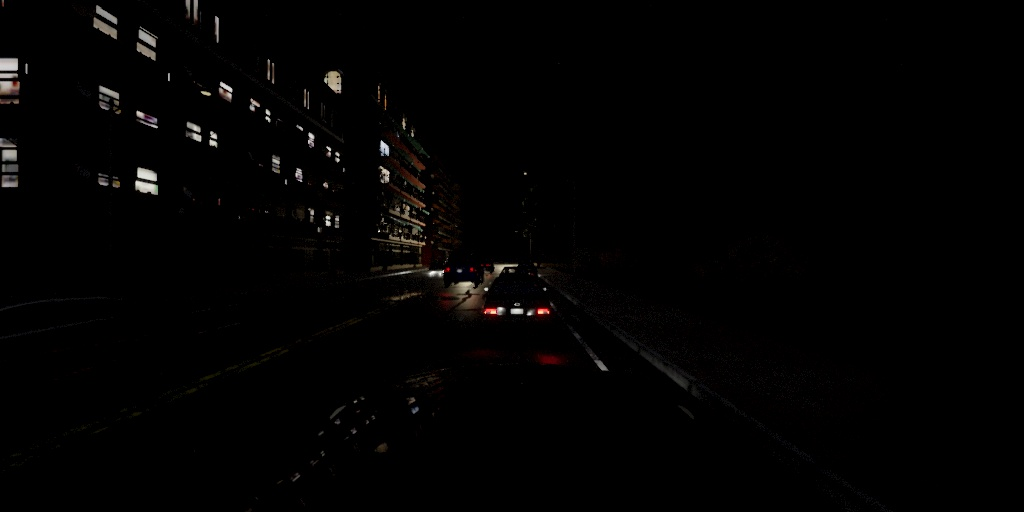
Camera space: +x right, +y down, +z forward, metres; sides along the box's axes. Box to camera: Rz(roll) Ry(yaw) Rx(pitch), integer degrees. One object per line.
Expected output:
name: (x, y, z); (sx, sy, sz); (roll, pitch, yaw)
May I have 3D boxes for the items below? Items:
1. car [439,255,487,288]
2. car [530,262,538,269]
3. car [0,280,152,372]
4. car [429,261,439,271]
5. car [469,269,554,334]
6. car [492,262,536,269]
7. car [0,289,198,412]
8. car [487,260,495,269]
car: (-3.134, 0.973, 24.114); (2.150, 2.045, 5.566); (0, 0, 0)
car: (1.159, 1.256, 30.743); (1.837, 1.490, 4.892); (0, 0, 0)
car: (-9.848, 1.297, 6.119); (2.033, 1.411, 5.357); (0, 0, 0)
car: (-9.814, 1.312, 48.125); (1.994, 1.385, 4.181); (0, 0, 0)
car: (0.108, 1.298, 10.614); (2.033, 1.411, 5.357); (0, 0, 0)
car: (0.113, 1.298, 20.975); (2.033, 1.411, 5.357); (0, 0, 0)
car: (-6.599, 1.241, 4.390); (2.128, 1.511, 4.902); (0, 0, 0)
car: (-3.119, 1.240, 43.224); (2.128, 1.511, 4.902); (0, 0, 0)
